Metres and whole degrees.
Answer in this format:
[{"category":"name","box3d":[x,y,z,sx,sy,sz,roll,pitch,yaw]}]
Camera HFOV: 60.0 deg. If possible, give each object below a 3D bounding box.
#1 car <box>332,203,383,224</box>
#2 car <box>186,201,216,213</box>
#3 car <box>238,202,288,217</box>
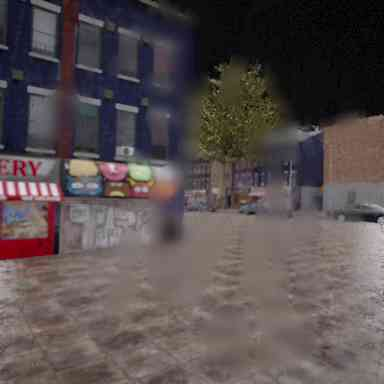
[{"category":"car","box3d":[12.580,1.568,23.914,1.837,1.490,4.892,2,-2,-34]},{"category":"car","box3d":[1.086,1.813,40.260,1.994,1.385,4.181,2,-2,-35]},{"category":"car","box3d":[6.849,1.685,32.053,2.033,1.411,5.357,2,-2,-35]}]
